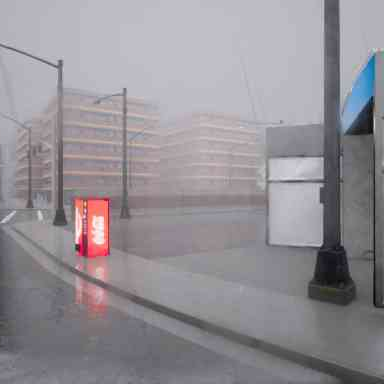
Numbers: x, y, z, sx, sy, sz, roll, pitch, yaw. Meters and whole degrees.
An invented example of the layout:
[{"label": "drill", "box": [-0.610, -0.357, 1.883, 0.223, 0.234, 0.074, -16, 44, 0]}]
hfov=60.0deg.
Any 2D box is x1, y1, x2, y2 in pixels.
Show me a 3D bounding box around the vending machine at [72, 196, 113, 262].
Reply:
[{"label": "vending machine", "box": [-3.375, 1.195, 11.275, 1.100, 2.100, 0.880, 0, 0, -36]}]
